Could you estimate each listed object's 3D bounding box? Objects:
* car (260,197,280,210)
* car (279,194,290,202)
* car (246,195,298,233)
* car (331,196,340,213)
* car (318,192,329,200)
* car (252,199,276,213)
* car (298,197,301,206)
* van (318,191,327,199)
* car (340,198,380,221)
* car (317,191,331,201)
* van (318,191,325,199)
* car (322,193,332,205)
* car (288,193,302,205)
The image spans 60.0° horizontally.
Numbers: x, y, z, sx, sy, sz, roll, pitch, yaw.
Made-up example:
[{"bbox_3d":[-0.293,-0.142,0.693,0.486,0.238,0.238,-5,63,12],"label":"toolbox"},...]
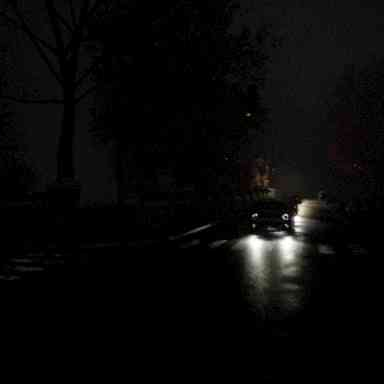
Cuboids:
[{"bbox_3d":[9.619,1.414,40.790,1.947,1.339,4.313,-2,0,19],"label":"car"},{"bbox_3d":[18.865,1.242,67.688,2.008,1.369,4.403,-2,0,19],"label":"car"},{"bbox_3d":[4.687,1.277,18.993,2.097,1.767,4.553,-1,0,20],"label":"car"},{"bbox_3d":[15.218,1.260,32.846,1.887,1.381,4.507,-2,0,19],"label":"car"},{"bbox_3d":[30.009,0.907,75.882,1.967,1.590,4.097,-2,0,19],"label":"car"},{"bbox_3d":[7.769,1.446,35.411,1.947,1.339,4.313,-2,0,19],"label":"car"},{"bbox_3d":[9.249,1.444,32.090,1.895,1.301,4.718,-1,0,19],"label":"car"},{"bbox_3d":[31.855,0.778,81.262,1.690,1.788,3.998,-2,0,19],"label":"van"},{"bbox_3d":[12.438,1.205,24.601,1.967,1.590,4.097,-2,0,19],"label":"car"},{"bbox_3d":[26.306,0.842,65.124,2.192,1.841,5.009,-2,0,19],"label":"car"},{"bbox_3d":[33.705,0.748,86.641,1.690,1.788,3.998,-2,0,19],"label":"van"},{"bbox_3d":[20.767,1.186,48.984,1.947,1.339,4.313,-2,0,19],"label":"car"},{"bbox_3d":[15.436,1.261,49.910,1.812,1.442,4.674,-1,0,20],"label":"car"}]
